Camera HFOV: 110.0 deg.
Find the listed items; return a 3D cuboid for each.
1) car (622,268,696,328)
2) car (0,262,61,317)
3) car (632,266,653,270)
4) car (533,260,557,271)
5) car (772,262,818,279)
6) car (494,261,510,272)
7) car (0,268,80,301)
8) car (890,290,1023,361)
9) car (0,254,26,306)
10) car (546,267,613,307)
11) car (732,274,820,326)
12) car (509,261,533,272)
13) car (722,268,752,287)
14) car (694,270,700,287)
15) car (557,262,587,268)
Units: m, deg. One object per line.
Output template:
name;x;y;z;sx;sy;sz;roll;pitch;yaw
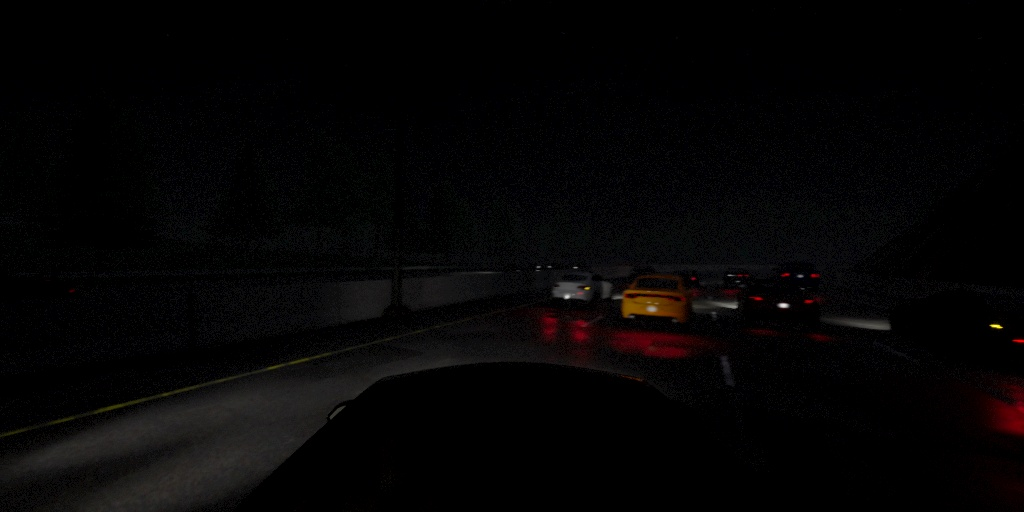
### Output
car;5.097;1.373;12.287;1.882;1.535;5.008;1;0;28
car;-16.333;0.965;9.611;1.882;1.535;5.008;1;0;28
car;11.700;1.602;31.783;2.128;1.511;4.902;1;0;30
car;5.191;1.476;48.205;2.097;1.767;4.553;1;0;33
car;20.639;1.470;26.306;2.150;2.045;5.566;1;0;30
car;-0.697;1.482;51.991;2.128;1.511;4.902;1;0;33
car;-13.322;1.012;7.818;1.882;1.535;5.008;1;0;28
car;10.926;1.509;8.340;1.812;1.442;4.674;1;0;28
car;-19.396;0.792;11.302;2.097;1.767;4.553;1;0;28
car;3.283;1.407;16.350;1.812;1.442;4.674;1;0;28
car;9.407;1.541;12.960;1.994;1.385;4.181;1;0;28
car;2.243;1.616;50.096;2.033;1.411;5.357;1;0;33
car;17.887;1.700;28.509;2.128;1.511;4.902;1;0;30
car;14.041;1.741;28.889;1.895;1.301;4.718;1;0;30
car;8.120;1.530;46.289;2.097;1.767;4.553;1;0;33
